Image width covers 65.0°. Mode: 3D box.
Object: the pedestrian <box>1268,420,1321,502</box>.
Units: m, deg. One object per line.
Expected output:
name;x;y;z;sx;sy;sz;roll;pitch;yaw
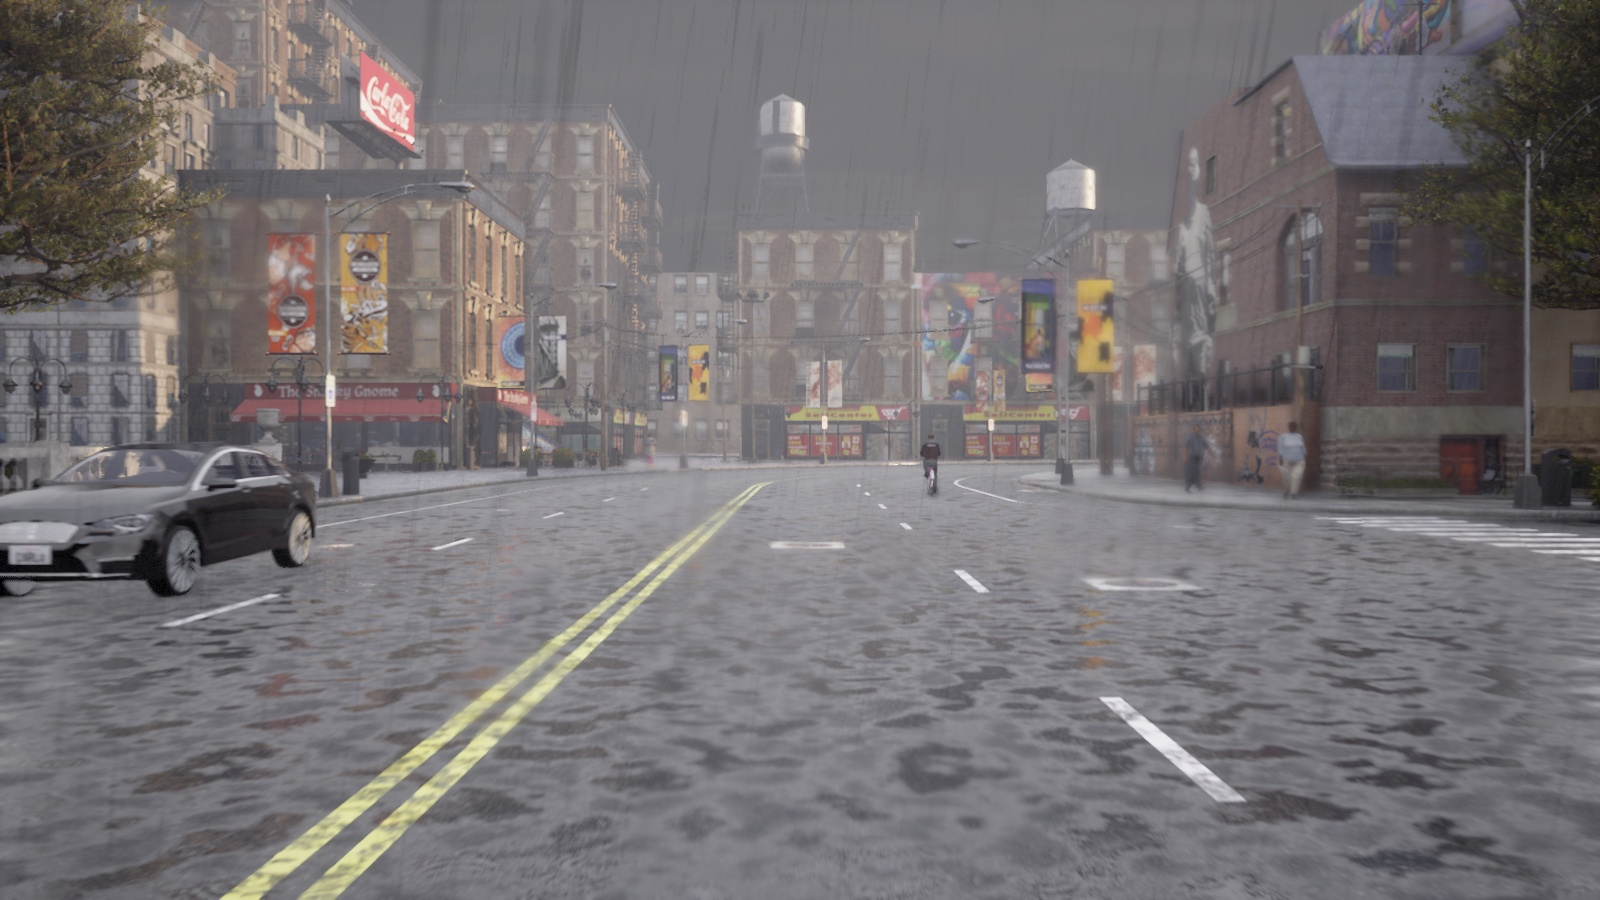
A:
pedestrian;11.268;0.244;28.649;0.874;1.855;0.900;0;0;3

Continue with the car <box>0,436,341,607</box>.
car;-6.915;0.618;13.564;2.128;1.511;4.902;0;0;0

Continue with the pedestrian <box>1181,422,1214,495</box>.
pedestrian;10.250;0.222;32.383;0.540;1.848;0.694;0;0;-14

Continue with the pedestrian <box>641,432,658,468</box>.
pedestrian;-8.171;-0.003;68.265;0.659;1.952;0.873;0;0;17
